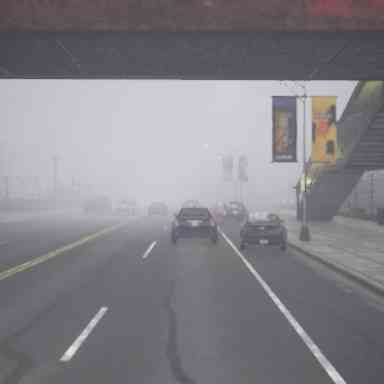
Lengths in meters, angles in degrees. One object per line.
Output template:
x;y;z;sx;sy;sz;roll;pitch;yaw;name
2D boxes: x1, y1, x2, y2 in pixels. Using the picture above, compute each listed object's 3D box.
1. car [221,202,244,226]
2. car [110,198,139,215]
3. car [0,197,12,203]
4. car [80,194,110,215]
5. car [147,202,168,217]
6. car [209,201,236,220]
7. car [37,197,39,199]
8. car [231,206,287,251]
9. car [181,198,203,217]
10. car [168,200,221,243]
3.000;1.519;25.371;2.185;1.767;4.553;0;0;-1;car
-7.127;1.583;36.500;2.097;1.767;4.553;0;0;0;car
-45.821;1.953;81.001;1.970;1.475;3.806;0;0;-1;car
-10.621;1.465;37.827;2.150;2.045;5.566;0;-1;0;car
-3.495;1.768;34.502;2.033;1.411;5.357;0;0;0;car
2.823;1.686;31.794;2.097;1.535;5.008;0;0;-1;car
-29.274;1.656;64.446;2.185;1.767;4.553;0;0;-1;car
3.029;1.577;14.595;2.231;1.521;4.892;0;0;9;car
0.003;1.577;34.954;2.097;1.767;4.553;0;0;0;car
0.104;1.460;16.777;2.097;1.767;4.553;0;0;0;car
